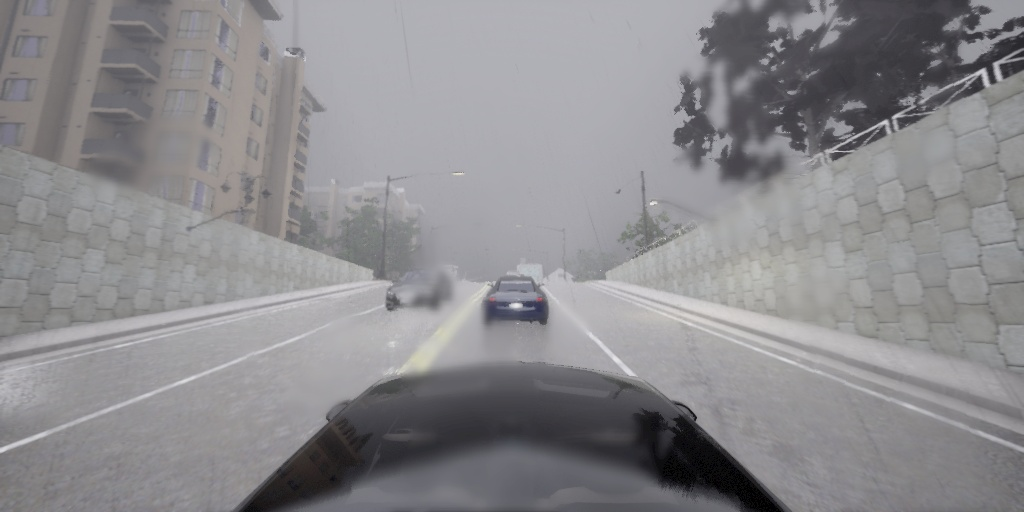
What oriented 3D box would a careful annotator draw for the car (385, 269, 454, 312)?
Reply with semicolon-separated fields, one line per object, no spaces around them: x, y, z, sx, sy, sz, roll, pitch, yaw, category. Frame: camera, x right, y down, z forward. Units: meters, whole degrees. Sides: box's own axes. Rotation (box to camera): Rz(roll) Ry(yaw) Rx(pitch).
-3.555;1.281;14.526;2.128;1.511;4.902;0;0;0;car

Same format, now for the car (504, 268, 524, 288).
0.195;2.187;34.817;1.812;1.442;4.674;0;-9;0;car

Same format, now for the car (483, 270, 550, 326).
0.126;1.346;11.901;1.994;1.385;4.181;0;0;0;car
